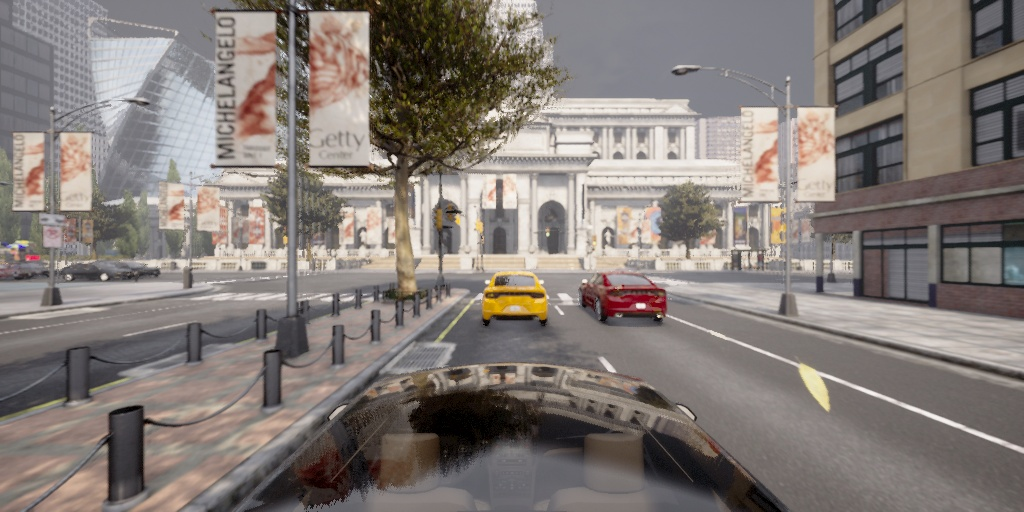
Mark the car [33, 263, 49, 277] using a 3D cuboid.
[{"bbox_3d":[-45.278,1.343,33.122,5.357,1.411,2.033,0,0,0],"label":"car"}]

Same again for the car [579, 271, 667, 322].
[{"bbox_3d":[3.604,1.243,12.464,1.882,1.535,5.008,0,0,0],"label":"car"}]

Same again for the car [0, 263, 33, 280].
[{"bbox_3d":[-43.358,1.317,29.628,4.674,1.442,1.812,0,0,-1],"label":"car"}]

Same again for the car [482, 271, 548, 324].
[{"bbox_3d":[0.086,1.242,12.002,1.882,1.535,5.008,0,0,0],"label":"car"}]

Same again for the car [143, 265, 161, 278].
[{"bbox_3d":[-35.455,1.273,33.154,5.008,1.535,1.882,0,0,0],"label":"car"}]

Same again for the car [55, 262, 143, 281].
[{"bbox_3d":[-34.159,1.295,29.654,4.892,1.490,1.837,0,0,0],"label":"car"}]
